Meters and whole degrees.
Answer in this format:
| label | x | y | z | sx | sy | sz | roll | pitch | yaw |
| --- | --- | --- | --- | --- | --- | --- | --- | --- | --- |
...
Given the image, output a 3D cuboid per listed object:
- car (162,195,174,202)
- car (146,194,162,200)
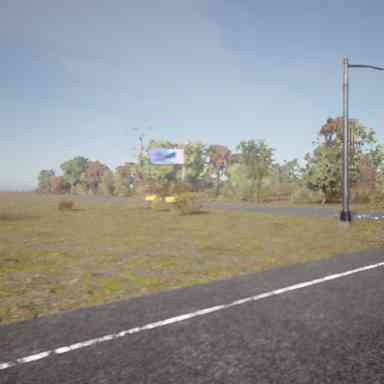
| label | x | y | z | sx | sy | sz | roll | pitch | yaw |
| --- | --- | --- | --- | --- | --- | --- | --- | --- | --- |
| car | -2.979 | 1.207 | 60.436 | 1.882 | 1.535 | 5.008 | 0 | 0 | -33 |
| car | -7.542 | 1.190 | 67.188 | 1.882 | 1.535 | 5.008 | 0 | 0 | -34 |
